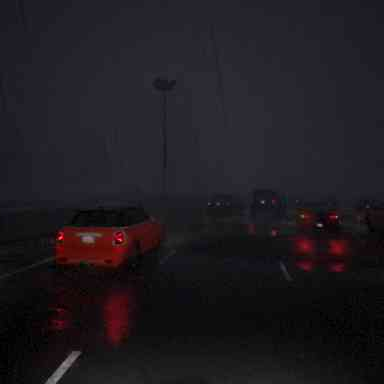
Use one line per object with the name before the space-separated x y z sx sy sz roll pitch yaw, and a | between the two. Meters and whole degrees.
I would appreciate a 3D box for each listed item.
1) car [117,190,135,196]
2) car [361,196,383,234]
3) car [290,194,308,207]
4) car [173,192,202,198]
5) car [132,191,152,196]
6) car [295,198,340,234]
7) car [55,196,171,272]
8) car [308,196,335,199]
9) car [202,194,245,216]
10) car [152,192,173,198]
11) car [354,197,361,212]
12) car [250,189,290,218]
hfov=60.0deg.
car | -9.211 0.491 50.103 1.882 1.535 5.008 1 1 29
car | 9.477 1.118 15.080 2.097 1.767 4.553 0 1 15
car | 12.592 0.961 38.634 1.994 1.385 4.181 1 1 28
car | -0.055 0.777 44.967 1.882 1.535 5.008 1 1 29
car | -6.184 0.808 48.350 1.994 1.385 4.181 1 1 29
car | 6.425 1.257 17.178 1.812 1.442 4.674 0 1 17
car | -2.267 1.184 10.448 2.097 1.767 4.553 0 1 9
car | 12.962 1.048 32.050 2.033 1.411 5.357 1 1 28
car | 2.857 0.923 27.283 2.097 1.767 4.553 0 1 24
car | -3.101 0.792 46.692 1.837 1.490 4.892 1 1 29
car | 15.987 1.058 30.212 1.812 1.442 4.674 0 1 28
car | 6.037 0.809 25.992 2.150 2.045 5.566 0 0 23
